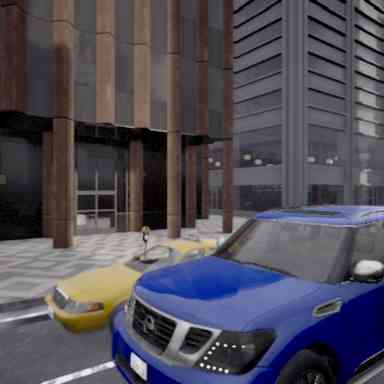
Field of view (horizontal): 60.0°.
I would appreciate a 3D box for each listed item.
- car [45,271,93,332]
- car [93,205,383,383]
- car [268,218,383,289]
[{"bbox_3d":[-0.205,1.544,6.509,4.829,1.417,1.752,0,0,-36],"label":"car"},{"bbox_3d":[1.761,1.243,4.639,5.566,2.045,2.150,0,0,-36],"label":"car"},{"bbox_3d":[4.515,1.601,9.890,4.403,1.369,2.008,0,0,-36],"label":"car"}]
